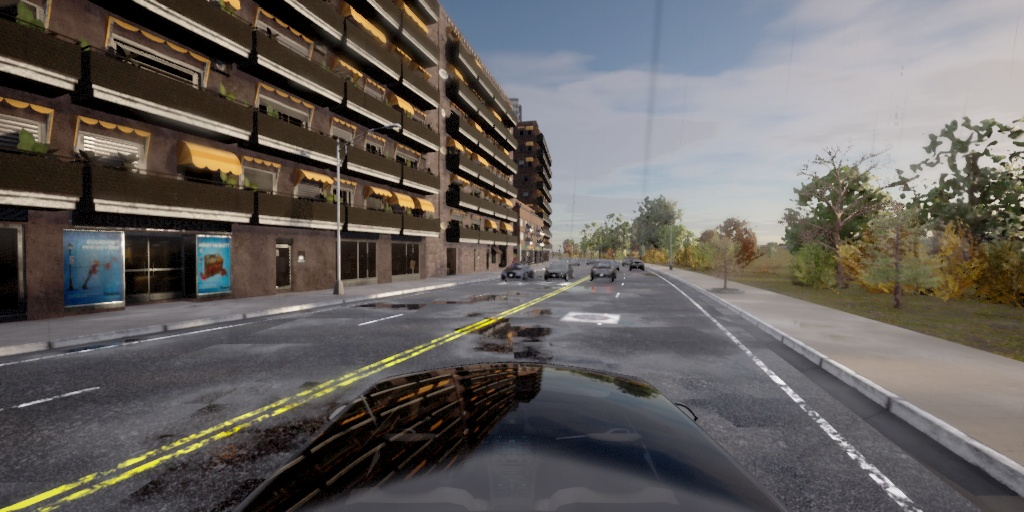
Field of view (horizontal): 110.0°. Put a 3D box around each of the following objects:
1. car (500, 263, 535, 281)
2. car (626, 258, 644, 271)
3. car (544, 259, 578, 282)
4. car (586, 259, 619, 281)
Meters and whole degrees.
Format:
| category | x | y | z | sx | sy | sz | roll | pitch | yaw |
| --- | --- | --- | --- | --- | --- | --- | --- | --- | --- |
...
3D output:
| category | x | y | z | sx | sy | sz | roll | pitch | yaw |
| --- | --- | --- | --- | --- | --- | --- | --- | --- | --- |
| car | 0.543 | 1.303 | 29.570 | 1.994 | 1.385 | 4.181 | 0 | 0 | 18 |
| car | 16.787 | 1.214 | 48.490 | 1.837 | 1.490 | 4.892 | 0 | -1 | 16 |
| car | 3.919 | 1.242 | 29.424 | 1.837 | 1.490 | 4.892 | 0 | 0 | 18 |
| car | 7.569 | 1.225 | 29.461 | 2.128 | 1.511 | 4.902 | 0 | 0 | 18 |
